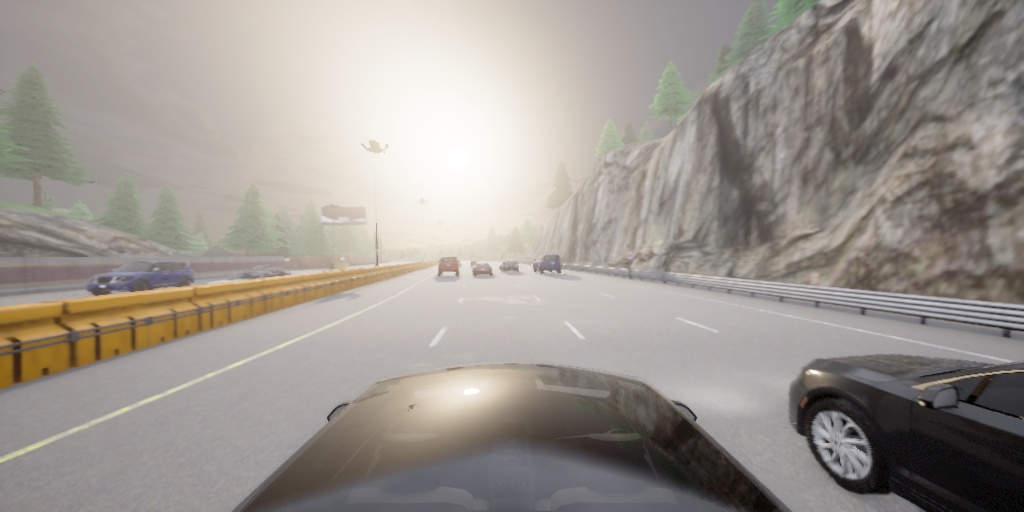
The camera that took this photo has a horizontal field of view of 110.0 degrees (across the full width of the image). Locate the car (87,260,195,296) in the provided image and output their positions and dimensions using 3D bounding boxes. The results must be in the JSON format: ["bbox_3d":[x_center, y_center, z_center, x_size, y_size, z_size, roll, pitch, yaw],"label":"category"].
[{"bbox_3d":[-22.460,1.300,22.109,2.150,2.045,5.566,-1,0,-7],"label":"car"}]

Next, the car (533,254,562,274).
[{"bbox_3d":[3.769,0.869,38.987,2.150,2.045,5.566,-1,0,-8],"label":"car"}]

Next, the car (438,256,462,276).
[{"bbox_3d":[-6.829,1.034,39.105,2.150,2.045,5.566,-1,0,-8],"label":"car"}]

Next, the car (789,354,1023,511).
[{"bbox_3d":[3.691,1.198,1.574,1.837,1.490,4.892,0,0,0],"label":"car"}]

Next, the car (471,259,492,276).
[{"bbox_3d":[-3.201,1.321,38.367,1.994,1.385,4.181,-1,0,-8],"label":"car"}]

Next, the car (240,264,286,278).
[{"bbox_3d":[-28.463,1.694,41.260,2.033,1.411,5.357,-1,0,-7],"label":"car"}]

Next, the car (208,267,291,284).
[{"bbox_3d":[-15.270,1.566,20.967,1.895,1.301,4.718,-1,0,-7],"label":"car"}]

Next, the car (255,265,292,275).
[{"bbox_3d":[-19.809,1.627,28.898,1.895,1.301,4.718,-1,0,-7],"label":"car"}]

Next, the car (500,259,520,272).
[{"bbox_3d":[-0.402,1.307,44.165,1.895,1.301,4.718,-1,0,-9],"label":"car"}]
